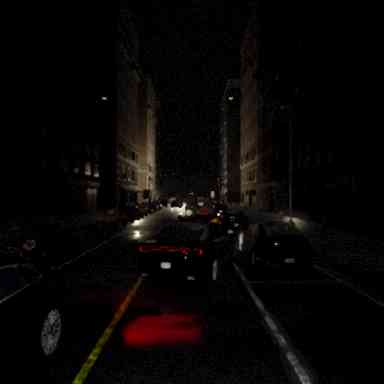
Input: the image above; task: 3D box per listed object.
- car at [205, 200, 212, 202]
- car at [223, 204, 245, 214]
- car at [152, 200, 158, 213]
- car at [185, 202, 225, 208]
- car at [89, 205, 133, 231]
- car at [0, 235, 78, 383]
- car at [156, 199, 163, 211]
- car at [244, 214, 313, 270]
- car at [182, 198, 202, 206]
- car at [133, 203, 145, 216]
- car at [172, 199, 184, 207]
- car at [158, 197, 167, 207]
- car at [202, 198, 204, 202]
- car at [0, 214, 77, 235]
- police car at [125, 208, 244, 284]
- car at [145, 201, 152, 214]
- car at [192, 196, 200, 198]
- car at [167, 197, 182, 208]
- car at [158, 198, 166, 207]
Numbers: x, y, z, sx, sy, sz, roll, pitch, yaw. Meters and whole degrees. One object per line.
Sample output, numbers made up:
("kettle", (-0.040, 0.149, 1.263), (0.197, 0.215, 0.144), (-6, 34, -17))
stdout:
("car", (2.668, 1.891, 38.268), (1.947, 1.339, 4.313), (0, 0, 0))
("car", (2.655, 1.739, 22.030), (2.008, 1.369, 4.403), (0, 0, 0))
("car", (-5.357, 1.906, 38.284), (1.802, 1.307, 4.206), (0, 0, 0))
("car", (0.734, 1.626, 19.947), (1.801, 1.575, 5.366), (0, 0, 2))
("car", (-5.370, 1.712, 21.876), (1.752, 1.417, 4.829), (0, 0, 0))
("car", (-2.846, 1.520, 3.237), (2.128, 1.511, 4.902), (0, 0, 0))
("car", (-5.352, 1.919, 43.696), (2.008, 1.369, 4.403), (0, 0, 0))
("car", (2.646, 1.647, 11.206), (2.008, 1.369, 4.403), (0, 0, 0))
("car", (0.041, 1.951, 46.054), (1.994, 1.385, 4.181), (0, 0, 0))
("car", (-5.366, 1.799, 27.458), (1.947, 1.339, 4.313), (0, 0, 0))
("car", (-2.697, 2.099, 64.736), (1.994, 1.385, 4.181), (0, 0, 0))
("car", (-5.339, 1.811, 59.936), (2.192, 1.841, 5.009), (0, 0, 0))
("car", (2.678, 1.938, 49.264), (1.752, 1.417, 4.829), (0, 0, 0))
("car", (-5.379, 1.536, 11.222), (1.967, 1.590, 4.097), (0, 0, 0))
("police car", (0.149, 1.513, 10.170), (1.930, 1.638, 5.238), (0, -1, 17))
("car", (-5.361, 1.803, 32.701), (1.752, 1.417, 4.829), (0, 0, 0))
("car", (0.049, 1.976, 60.280), (1.882, 1.535, 5.008), (0, 0, 0))
("car", (-2.727, 2.025, 57.529), (2.033, 1.411, 5.357), (0, 0, 1))
("car", (-5.348, 1.962, 49.109), (2.008, 1.369, 4.403), (0, 0, 0))
